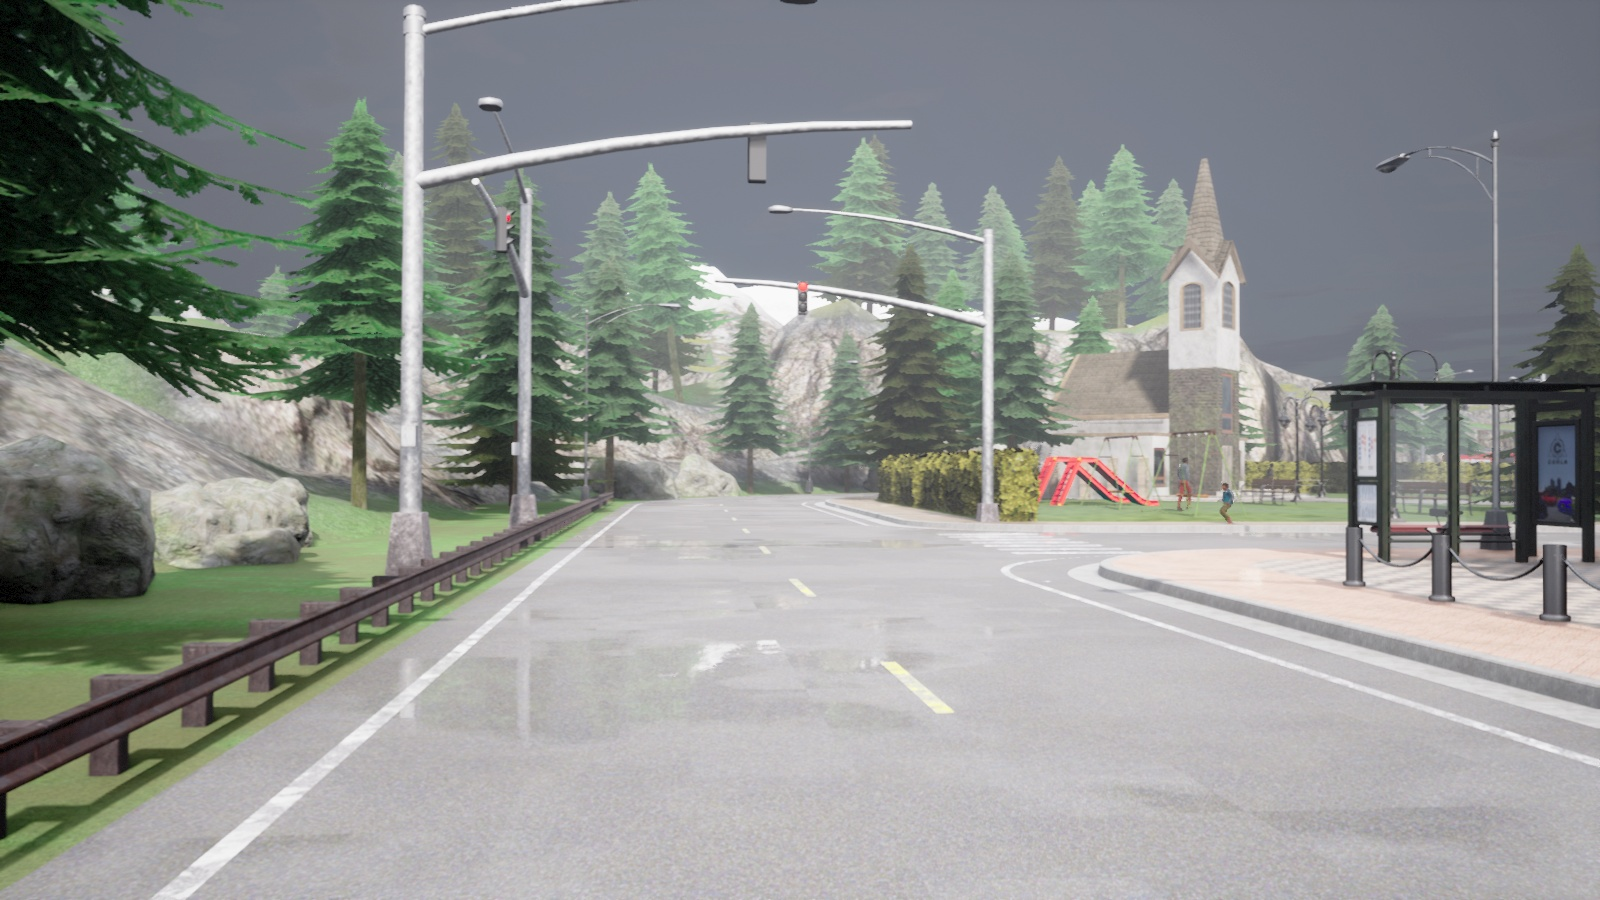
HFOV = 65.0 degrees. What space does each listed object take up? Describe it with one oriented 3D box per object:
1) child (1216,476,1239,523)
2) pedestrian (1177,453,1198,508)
[{"bbox_3d":[10.999,1.265,32.307,0.448,1.192,0.343,0,-1,-8],"label":"child"},{"bbox_3d":[13.100,1.025,42.476,0.614,1.847,0.353,0,-1,-31],"label":"pedestrian"}]
